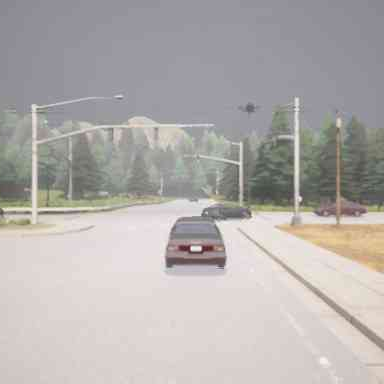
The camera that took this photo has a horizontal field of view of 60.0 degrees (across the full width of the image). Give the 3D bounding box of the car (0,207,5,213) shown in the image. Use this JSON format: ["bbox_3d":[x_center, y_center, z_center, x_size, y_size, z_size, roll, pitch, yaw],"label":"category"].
[{"bbox_3d":[-18.055,1.402,27.610,4.553,1.767,2.097,0,0,1],"label":"car"}]

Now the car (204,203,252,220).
[{"bbox_3d":[2.872,1.599,26.979,4.181,1.385,1.994,0,-1,-33],"label":"car"}]

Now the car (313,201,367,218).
[{"bbox_3d":[13.613,1.579,30.736,4.674,1.442,1.812,0,0,1],"label":"car"}]

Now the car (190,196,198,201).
[{"bbox_3d":[0.646,1.666,84.056,1.895,1.301,4.718,0,0,2],"label":"car"}]

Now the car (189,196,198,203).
[{"bbox_3d":[0.253,1.602,73.593,2.033,1.411,5.357,0,0,2],"label":"car"}]

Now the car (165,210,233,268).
[{"bbox_3d":[0.104,1.553,11.327,2.033,1.411,5.357,0,0,0],"label":"car"}]
